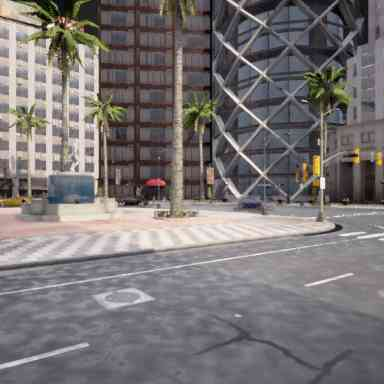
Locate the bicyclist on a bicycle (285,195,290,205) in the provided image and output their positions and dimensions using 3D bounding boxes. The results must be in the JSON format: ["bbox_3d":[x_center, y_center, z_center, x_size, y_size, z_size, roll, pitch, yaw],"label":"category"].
[{"bbox_3d":[15.713,1.300,54.572,0.582,1.620,1.656,0,0,42],"label":"bicyclist on a bicycle"}]

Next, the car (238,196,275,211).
[{"bbox_3d":[7.992,1.352,41.270,2.097,1.767,4.553,0,0,-43],"label":"car"}]

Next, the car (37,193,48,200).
[{"bbox_3d":[-25.907,1.221,58.669,5.566,2.045,2.150,0,0,-10],"label":"car"}]

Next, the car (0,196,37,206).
[{"bbox_3d":[-28.771,1.478,54.451,5.008,1.535,1.882,0,0,-14],"label":"car"}]

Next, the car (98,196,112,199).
[{"bbox_3d":[-16.111,1.526,59.274,4.674,1.442,1.812,0,0,2],"label":"car"}]

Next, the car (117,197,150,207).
[{"bbox_3d":[-9.024,1.477,51.388,5.008,1.535,1.882,0,0,12],"label":"car"}]
